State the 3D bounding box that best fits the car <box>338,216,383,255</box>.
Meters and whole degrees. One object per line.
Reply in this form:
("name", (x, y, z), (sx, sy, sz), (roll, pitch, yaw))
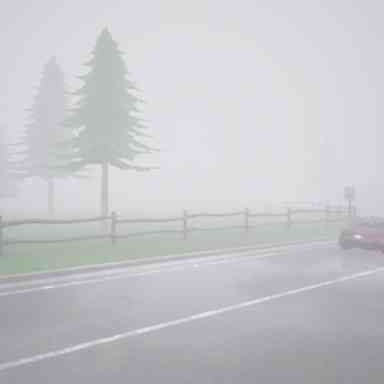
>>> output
("car", (7.977, 1.697, 13.845), (4.181, 1.385, 1.994), (1, 0, -35))
